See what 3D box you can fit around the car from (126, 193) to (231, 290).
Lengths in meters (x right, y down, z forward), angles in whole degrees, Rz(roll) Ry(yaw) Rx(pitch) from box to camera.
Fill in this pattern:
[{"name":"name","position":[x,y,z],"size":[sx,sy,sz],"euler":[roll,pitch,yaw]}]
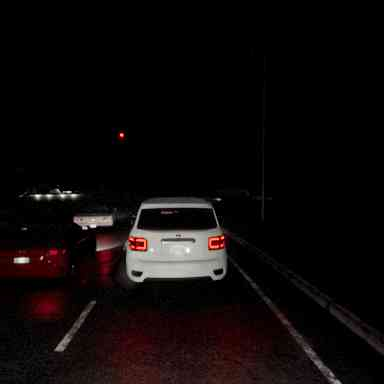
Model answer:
[{"name":"car","position":[-0.475,1.132,9.079],"size":[2.150,2.045,5.566],"euler":[0,1,-4]}]

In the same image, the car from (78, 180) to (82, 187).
[{"name":"car","position":[-28.904,-2.208,81.459],"size":[2.150,2.045,5.566],"euler":[-1,3,-25]}]

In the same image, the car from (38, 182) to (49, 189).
[{"name":"car","position":[-31.496,-1.364,70.445],"size":[2.033,1.411,5.357],"euler":[-1,3,-25]}]

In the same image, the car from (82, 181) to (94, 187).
[{"name":"car","position":[-25.716,-1.965,82.918],"size":[2.033,1.411,5.357],"euler":[-1,3,-25]}]

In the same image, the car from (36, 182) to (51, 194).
[{"name":"car","position":[-23.206,-0.518,52.040],"size":[1.882,1.535,5.008],"euler":[-1,3,-23]}]

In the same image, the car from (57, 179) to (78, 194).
[{"name":"car","position":[-20.066,-0.851,53.584],"size":[2.150,2.045,5.566],"euler":[-1,3,-22]}]

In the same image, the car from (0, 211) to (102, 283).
[{"name":"car","position":[-4.035,1.476,9.505],"size":[1.994,1.385,4.181],"euler":[0,1,-5]}]

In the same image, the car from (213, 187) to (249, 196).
[{"name":"car","position":[5.262,0.011,44.998],"size":[5.008,1.535,1.882],"euler":[0,3,-22]}]

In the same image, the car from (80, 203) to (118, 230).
[{"name":"car","position":[-5.113,1.272,18.225],"size":[1.895,1.301,4.718],"euler":[0,2,-9]}]

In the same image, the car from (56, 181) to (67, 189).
[{"name":"car","position":[-28.238,-1.491,71.734],"size":[1.882,1.535,5.008],"euler":[-1,3,-25]}]

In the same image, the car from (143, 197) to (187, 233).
[{"name":"car","position":[-1.662,1.140,18.675],"size":[2.128,1.511,4.902],"euler":[0,2,-9]}]

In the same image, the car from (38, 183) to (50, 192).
[{"name":"car","position":[-27.165,-0.901,61.028],"size":[2.033,1.411,5.357],"euler":[-1,3,-24]}]
